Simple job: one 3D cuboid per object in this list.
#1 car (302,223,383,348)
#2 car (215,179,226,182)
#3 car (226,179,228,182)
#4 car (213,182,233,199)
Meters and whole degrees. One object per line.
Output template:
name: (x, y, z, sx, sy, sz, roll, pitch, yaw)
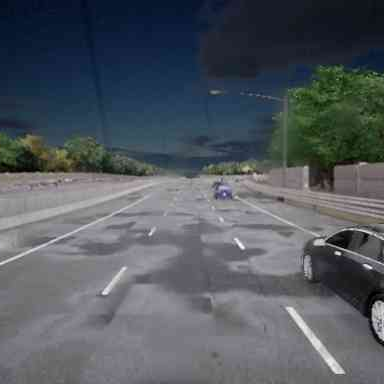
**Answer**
car: (3.491, 1.319, 5.921, 1.837, 1.490, 4.892, 0, 2, 0)
car: (4.925, -1.506, 61.470, 1.837, 1.490, 4.892, 1, 3, 6)
car: (7.792, -2.441, 81.103, 2.033, 1.411, 5.357, 0, 3, 11)
car: (3.505, -0.057, 37.848, 1.812, 1.442, 4.674, 0, 3, 1)
